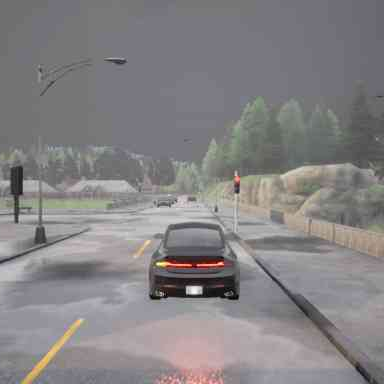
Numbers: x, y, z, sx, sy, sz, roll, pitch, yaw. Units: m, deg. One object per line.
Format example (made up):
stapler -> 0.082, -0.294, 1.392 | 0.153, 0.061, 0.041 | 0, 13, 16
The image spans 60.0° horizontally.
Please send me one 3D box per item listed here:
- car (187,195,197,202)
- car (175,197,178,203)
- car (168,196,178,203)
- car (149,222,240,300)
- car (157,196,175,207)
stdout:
car -> -0.020, 1.324, 70.981 | 1.882, 1.535, 5.008 | 0, 0, 0
car -> -4.094, 1.505, 59.744 | 1.837, 1.490, 4.892 | 0, 0, 0
car -> -4.019, 1.595, 69.926 | 1.895, 1.301, 4.718 | 0, 0, 0
car -> 0.058, 1.505, 8.363 | 1.837, 1.490, 4.892 | 0, 0, 0
car -> -4.109, 1.564, 49.729 | 1.994, 1.385, 4.181 | 0, 0, 0
